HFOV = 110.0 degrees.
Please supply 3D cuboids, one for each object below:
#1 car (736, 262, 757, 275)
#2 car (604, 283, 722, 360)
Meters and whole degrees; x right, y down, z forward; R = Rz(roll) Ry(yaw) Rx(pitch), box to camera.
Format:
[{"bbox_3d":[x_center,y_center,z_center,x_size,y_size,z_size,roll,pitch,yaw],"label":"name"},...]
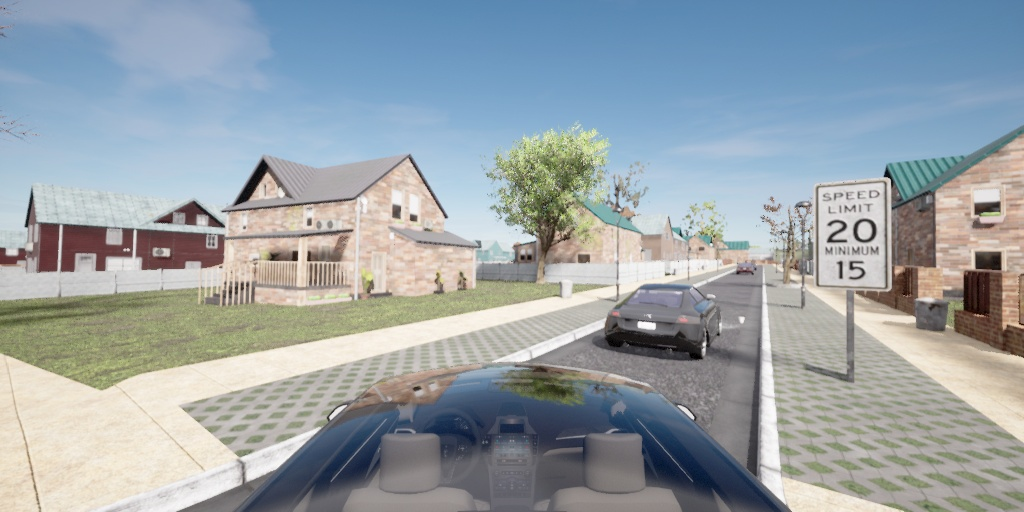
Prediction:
[{"bbox_3d":[28.800,1.579,44.230,2.033,1.411,5.357,0,0,35],"label":"car"},{"bbox_3d":[3.802,1.351,8.704,1.994,1.385,4.181,0,0,35],"label":"car"}]
